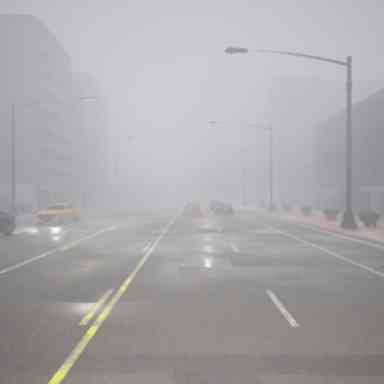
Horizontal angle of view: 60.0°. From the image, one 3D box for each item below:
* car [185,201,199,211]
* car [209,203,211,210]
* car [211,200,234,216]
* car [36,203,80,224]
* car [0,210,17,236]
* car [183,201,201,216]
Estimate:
[{"bbox_3d":[0.017,1.964,47.524,1.895,1.301,4.718,0,0,0],"label":"car"},{"bbox_3d":[3.509,1.911,47.448,2.033,1.411,5.357,0,0,0],"label":"car"},{"bbox_3d":[3.504,1.831,36.725,1.994,1.385,4.181,0,-1,0],"label":"car"},{"bbox_3d":[-10.521,1.648,26.489,1.882,1.535,5.008,0,-1,0],"label":"car"},{"bbox_3d":[-10.558,1.572,16.337,2.128,1.511,4.902,0,0,0],"label":"car"},{"bbox_3d":[0.003,1.733,35.548,1.882,1.535,5.008,0,0,0],"label":"car"}]
